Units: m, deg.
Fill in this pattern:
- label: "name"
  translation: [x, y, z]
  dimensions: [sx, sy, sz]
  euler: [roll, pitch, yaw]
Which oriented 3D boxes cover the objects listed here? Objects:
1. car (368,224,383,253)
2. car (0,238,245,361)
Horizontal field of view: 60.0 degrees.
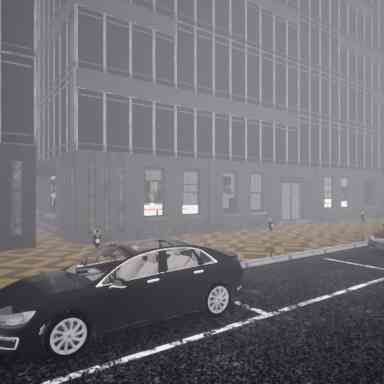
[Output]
- label: "car"
  translation: [8.270, 1.582, 12.417]
  dimensions: [4.206, 1.307, 1.802]
  euler: [0, 0, -35]
- label: "car"
  translation: [-1.016, 1.551, 5.830]
  dimensions: [4.403, 1.369, 2.008]
  euler: [0, 0, -35]
